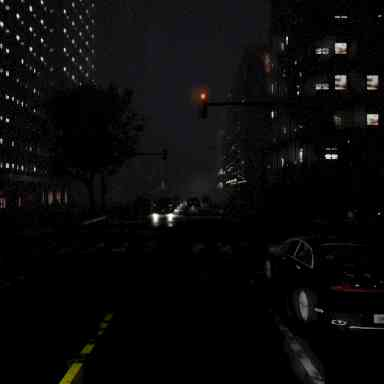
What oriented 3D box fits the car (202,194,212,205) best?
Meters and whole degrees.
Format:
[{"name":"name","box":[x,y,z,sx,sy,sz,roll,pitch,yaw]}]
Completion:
[{"name":"car","box":[2.785,1.610,61.347,1.947,1.339,4.313,0,0,0]}]

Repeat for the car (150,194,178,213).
[{"name":"car","box":[-3.042,1.371,37.003,2.097,1.767,4.553,0,0,0]}]

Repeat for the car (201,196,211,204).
[{"name":"car","box":[2.794,1.578,67.040,1.752,1.417,4.829,0,0,0]}]

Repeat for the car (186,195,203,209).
[{"name":"car","box":[0.164,1.531,44.970,1.837,1.490,4.892,0,0,0]}]

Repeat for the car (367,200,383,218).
[{"name":"car","box":[15.302,1.338,23.695,4.181,1.385,1.994,-1,0,0]}]

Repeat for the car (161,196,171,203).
[{"name":"car","box":[-5.579,1.627,72.407,1.947,1.339,4.313,0,0,0]}]

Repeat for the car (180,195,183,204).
[{"name":"car","box":[-3.007,1.563,55.402,1.812,1.442,4.674,0,0,1]}]

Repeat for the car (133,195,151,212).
[{"name":"car","box":[-5.631,1.336,39.270,2.192,1.841,5.009,0,0,0]}]

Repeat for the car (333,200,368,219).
[{"name":"car","box":[13.467,1.350,26.257,4.403,1.369,2.008,-1,1,0]}]

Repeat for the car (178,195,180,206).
[{"name":"car","box":[-3.023,1.505,46.094,1.882,1.535,5.008,0,0,0]}]

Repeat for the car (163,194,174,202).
[{"name":"car","box":[-5.571,1.386,77.929,2.192,1.841,5.009,0,0,0]}]

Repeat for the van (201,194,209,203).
[{"name":"van","box":[2.802,1.402,72.394,1.690,1.788,3.998,0,0,0]}]

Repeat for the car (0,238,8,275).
[{"name":"car","box":[-5.680,1.545,6.881,1.887,1.381,4.507,0,0,0]}]

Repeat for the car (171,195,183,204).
[{"name":"car","box":[-2.938,1.402,65.333,2.097,1.767,4.553,0,0,1]}]

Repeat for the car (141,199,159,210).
[{"name":"car","box":[-5.622,1.592,44.793,1.947,1.339,4.313,0,0,0]}]

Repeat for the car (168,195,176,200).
[{"name":"car","box":[-5.545,1.654,94.498,2.008,1.369,4.403,0,0,0]}]

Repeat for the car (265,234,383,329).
[{"name":"car","box":[2.700,1.551,6.868,2.008,1.369,4.403,0,0,0]}]
